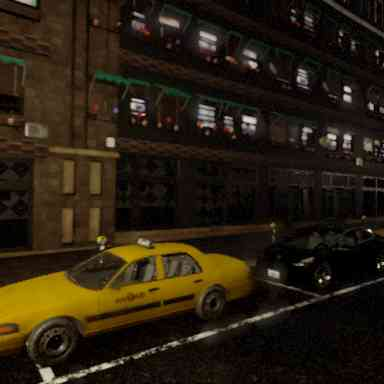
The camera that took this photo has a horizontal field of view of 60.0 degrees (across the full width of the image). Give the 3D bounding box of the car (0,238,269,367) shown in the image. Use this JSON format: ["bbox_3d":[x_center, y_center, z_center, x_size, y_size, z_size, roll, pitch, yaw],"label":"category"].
[{"bbox_3d":[-1.045,1.528,5.757,4.829,1.417,1.752,0,1,-35],"label":"car"}]

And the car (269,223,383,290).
[{"bbox_3d":[3.720,1.575,9.157,4.313,1.339,1.947,0,1,-35],"label":"car"}]
